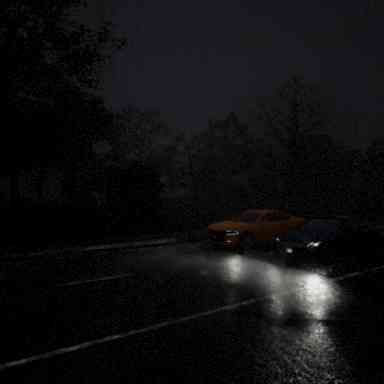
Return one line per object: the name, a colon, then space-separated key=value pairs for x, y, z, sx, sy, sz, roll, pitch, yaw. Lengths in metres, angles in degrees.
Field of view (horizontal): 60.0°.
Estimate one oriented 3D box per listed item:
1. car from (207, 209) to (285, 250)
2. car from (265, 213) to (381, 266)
car: x=2.942 y=1.524 z=14.692 sx=5.008 sy=1.535 sz=1.882 roll=0 pitch=0 yaw=-36
car: x=4.961 y=1.572 z=11.833 sx=4.674 sy=1.442 sz=1.812 roll=0 pitch=0 yaw=-36
